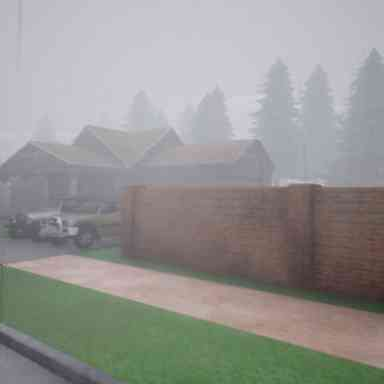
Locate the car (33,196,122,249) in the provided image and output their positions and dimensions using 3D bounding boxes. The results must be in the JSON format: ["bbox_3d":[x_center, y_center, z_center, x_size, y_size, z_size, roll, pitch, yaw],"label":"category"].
[{"bbox_3d":[-3.680,1.121,13.686,1.932,1.855,4.605,0,0,35],"label":"car"}]

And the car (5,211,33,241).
[{"bbox_3d":[-5.953,1.110,14.828,1.905,1.878,3.866,0,0,35],"label":"car"}]
